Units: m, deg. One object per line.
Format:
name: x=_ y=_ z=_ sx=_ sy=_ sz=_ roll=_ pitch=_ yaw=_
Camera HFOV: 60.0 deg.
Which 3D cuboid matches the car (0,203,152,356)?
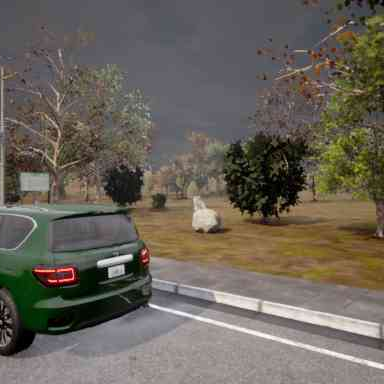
car: x=-3.265 y=1.221 z=6.299 sx=5.566 sy=2.045 sz=2.150 roll=0 pitch=0 yaw=35
